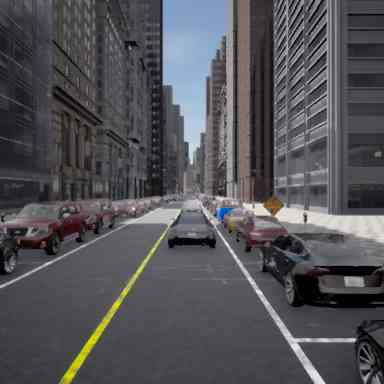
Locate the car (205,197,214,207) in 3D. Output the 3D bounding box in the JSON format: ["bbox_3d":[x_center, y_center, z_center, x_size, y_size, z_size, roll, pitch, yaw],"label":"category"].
[{"bbox_3d":[2.766,1.567,35.932,2.008,1.369,4.403,0,0,0],"label":"car"}]

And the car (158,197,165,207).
[{"bbox_3d":[-5.760,1.617,52.836,1.802,1.307,4.206,0,0,0],"label":"car"}]

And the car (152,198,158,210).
[{"bbox_3d":[-5.760,1.604,41.563,1.802,1.307,4.206,0,0,0],"label":"car"}]

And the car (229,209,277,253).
[{"bbox_3d":[2.766,1.584,13.385,1.802,1.307,4.206,0,0,0],"label":"car"}]

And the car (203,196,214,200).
[{"bbox_3d":[2.765,1.588,41.569,1.947,1.339,4.313,0,0,0],"label":"car"}]

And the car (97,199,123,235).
[{"bbox_3d":[-5.758,1.320,19.019,2.192,1.841,5.009,0,0,0],"label":"car"}]

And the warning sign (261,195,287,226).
[{"bbox_3d":[5.063,1.121,20.646,1.300,1.860,1.060,0,0,0],"label":"warning sign"}]

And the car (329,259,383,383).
[{"bbox_3d":[2.766,1.566,2.113,1.947,1.339,4.313,0,0,0],"label":"car"}]

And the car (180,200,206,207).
[{"bbox_3d":[0.000,1.629,29.681,1.895,1.301,4.718,0,0,0],"label":"car"}]

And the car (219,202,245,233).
[{"bbox_3d":[2.766,1.530,19.192,1.752,1.417,4.829,0,0,0],"label":"car"}]

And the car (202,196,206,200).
[{"bbox_3d":[2.765,1.595,47.205,1.947,1.339,4.313,0,0,0],"label":"car"}]

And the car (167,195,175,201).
[{"bbox_3d":[-5.760,1.656,92.290,1.947,1.339,4.313,0,0,0],"label":"car"}]

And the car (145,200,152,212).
[{"bbox_3d":[-5.759,1.598,35.926,1.802,1.307,4.206,0,0,0],"label":"car"}]

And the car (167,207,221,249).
[{"bbox_3d":[0.000,1.576,14.650,1.994,1.385,4.181,0,0,0],"label":"car"}]

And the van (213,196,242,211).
[{"bbox_3d":[2.767,1.349,24.659,1.690,1.788,3.998,0,0,0],"label":"van"}]

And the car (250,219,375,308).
[{"bbox_3d":[2.766,1.567,7.749,1.947,1.339,4.313,0,0,0],"label":"car"}]

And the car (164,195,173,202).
[{"bbox_3d":[-5.759,1.512,81.018,1.967,1.590,4.097,0,0,0],"label":"car"}]

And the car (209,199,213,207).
[{"bbox_3d":[2.766,1.594,30.295,1.802,1.307,4.206,0,0,0],"label":"car"}]

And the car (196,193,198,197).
[{"bbox_3d":[2.766,1.530,92.298,1.967,1.590,4.097,0,0,0],"label":"car"}]

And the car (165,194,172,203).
[{"bbox_3d":[-5.760,1.621,69.745,1.947,1.339,4.313,0,0,0],"label":"car"}]

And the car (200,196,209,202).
[{"bbox_3d":[2.765,1.589,75.558,1.752,1.417,4.829,0,0,0],"label":"car"}]

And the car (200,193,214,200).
[{"bbox_3d":[2.766,1.350,52.842,2.192,1.841,5.009,0,0,0],"label":"car"}]

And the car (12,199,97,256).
[{"bbox_3d":[-5.758,1.317,13.383,2.192,1.841,5.009,0,0,0],"label":"car"}]

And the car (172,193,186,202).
[{"bbox_3d":[-3.000,1.571,76.731,1.994,1.385,4.181,0,0,0],"label":"car"}]

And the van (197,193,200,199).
[{"bbox_3d":[2.766,1.413,81.025,1.690,1.788,3.998,0,0,0],"label":"van"}]

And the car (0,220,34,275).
[{"bbox_3d":[-5.759,1.566,7.746,1.947,1.339,4.313,0,0,0],"label":"car"}]

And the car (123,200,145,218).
[{"bbox_3d":[-5.759,1.452,30.291,1.967,1.590,4.097,0,0,0],"label":"car"}]
